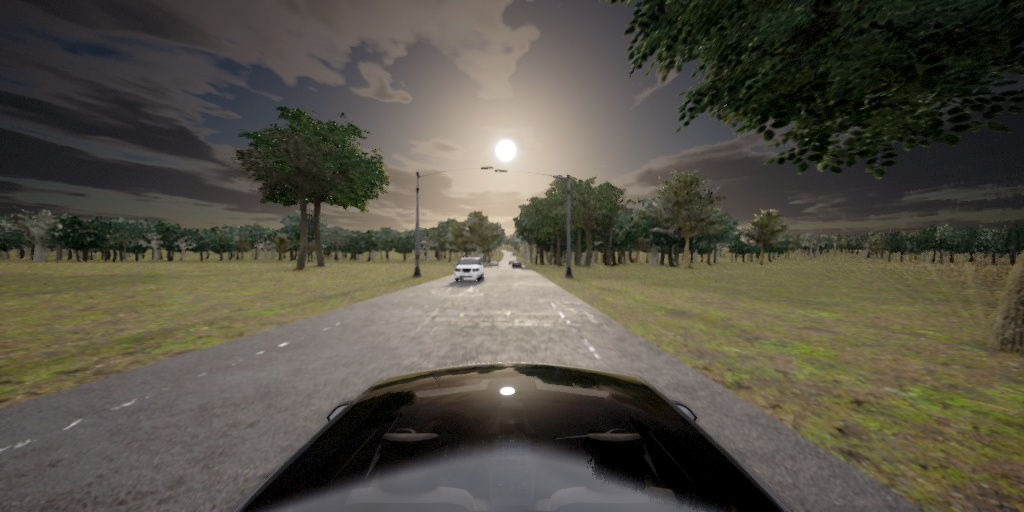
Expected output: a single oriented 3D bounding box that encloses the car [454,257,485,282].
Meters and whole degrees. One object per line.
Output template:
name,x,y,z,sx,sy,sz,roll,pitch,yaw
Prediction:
car,-3.601,1.127,31.094,2.150,2.045,5.566,0,-1,0
